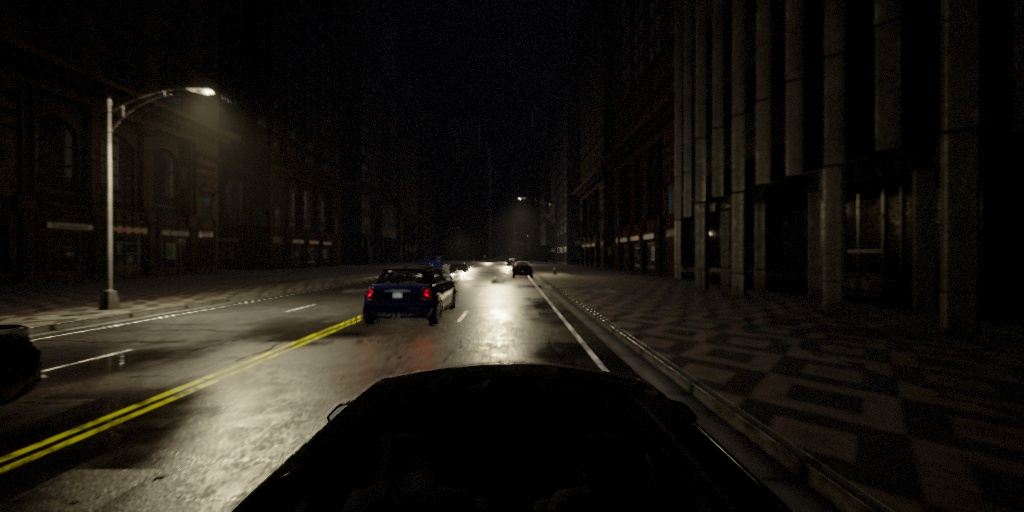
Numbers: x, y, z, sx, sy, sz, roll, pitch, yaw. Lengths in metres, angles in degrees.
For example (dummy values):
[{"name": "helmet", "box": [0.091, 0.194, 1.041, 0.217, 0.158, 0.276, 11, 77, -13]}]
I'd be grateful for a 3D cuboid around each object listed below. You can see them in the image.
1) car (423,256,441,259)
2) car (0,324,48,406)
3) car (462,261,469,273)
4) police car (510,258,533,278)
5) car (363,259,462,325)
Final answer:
[{"name": "car", "box": [-9.843, 1.000, 43.640, 2.150, 2.045, 5.566, 0, 0, 0]}, {"name": "car", "box": [-6.600, 1.241, 2.228, 2.128, 1.511, 4.902, 0, 0, 0]}, {"name": "car", "box": [-6.586, 1.345, 44.743, 1.994, 1.385, 4.181, 0, 0, 0]}, {"name": "police car", "box": [0.969, 1.194, 34.388, 1.930, 1.638, 5.238, 0, 0, 0]}, {"name": "car", "box": [-3.151, 1.104, 11.994, 2.097, 1.767, 4.553, 0, 0, 0]}]
